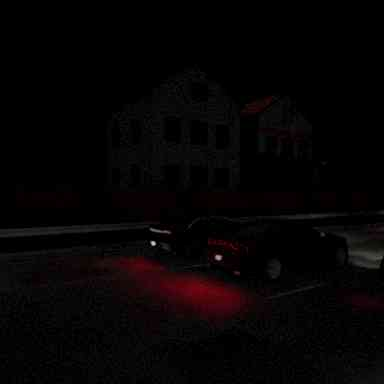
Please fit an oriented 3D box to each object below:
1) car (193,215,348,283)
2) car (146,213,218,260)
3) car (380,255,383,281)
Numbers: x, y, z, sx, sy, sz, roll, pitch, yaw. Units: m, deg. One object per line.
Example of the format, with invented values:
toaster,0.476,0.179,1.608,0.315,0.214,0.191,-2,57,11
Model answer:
car,2.691,1.549,9.963,5.008,1.535,1.882,1,0,-35
car,0.644,1.563,12.803,4.902,1.511,2.128,1,0,-35
car,6.640,1.657,8.481,4.181,1.385,1.994,1,0,-36
